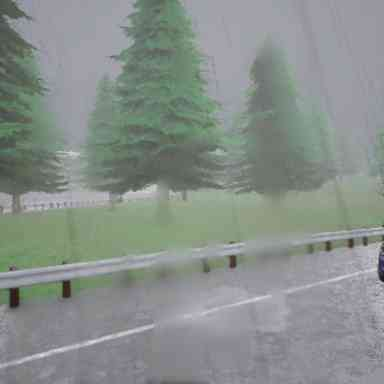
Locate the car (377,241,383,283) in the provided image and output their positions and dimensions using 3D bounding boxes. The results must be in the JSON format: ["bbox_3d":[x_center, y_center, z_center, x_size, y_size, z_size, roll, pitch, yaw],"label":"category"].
[{"bbox_3d":[6.629,1.333,8.166,4.553,1.767,2.097,0,0,-33],"label":"car"}]
